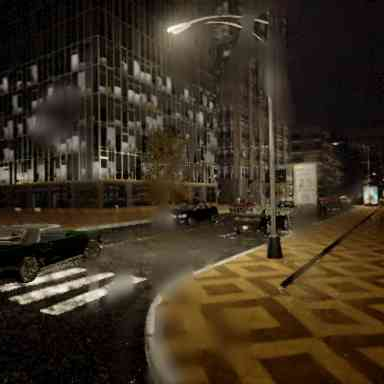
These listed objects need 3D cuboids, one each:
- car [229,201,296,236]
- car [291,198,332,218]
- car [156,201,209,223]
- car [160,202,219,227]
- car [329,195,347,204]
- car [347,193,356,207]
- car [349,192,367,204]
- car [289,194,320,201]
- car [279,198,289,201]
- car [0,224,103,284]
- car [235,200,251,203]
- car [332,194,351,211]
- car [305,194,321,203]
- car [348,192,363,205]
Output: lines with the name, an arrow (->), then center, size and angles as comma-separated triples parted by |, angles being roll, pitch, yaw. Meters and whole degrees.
car -> 3.598, 1.382, 17.058 | 2.008, 1.369, 4.403 | -1, 0, 32
car -> 9.539, 1.348, 26.457 | 1.802, 1.307, 4.206 | -1, 0, 32
car -> -0.604, 1.506, 26.091 | 1.752, 1.417, 4.829 | -1, 0, 32
car -> 0.014, 1.433, 22.240 | 2.128, 1.511, 4.902 | -1, 0, 32
car -> 23.418, 1.209, 53.277 | 1.994, 1.385, 4.181 | -1, -1, 32
car -> 18.541, 1.193, 40.697 | 1.752, 1.417, 4.829 | -1, 0, 32
car -> 27.358, 0.886, 54.652 | 2.192, 1.841, 5.009 | -1, 0, 32
car -> 12.357, 1.245, 35.778 | 1.882, 1.535, 5.008 | -1, -1, 32
car -> 11.719, 1.378, 40.680 | 1.994, 1.385, 4.181 | -1, -1, 33
car -> -4.414, 1.550, 9.406 | 1.895, 1.301, 4.718 | -2, -1, 13
car -> 5.428, 1.497, 35.634 | 1.802, 1.307, 4.206 | -1, 0, 32
car -> 15.480, 1.245, 35.855 | 1.887, 1.381, 4.507 | -1, 0, 32
car -> 23.251, 1.161, 63.830 | 1.967, 1.590, 4.097 | -1, 0, 32
car -> 24.388, 0.919, 49.952 | 2.192, 1.841, 5.009 | -1, 0, 32
